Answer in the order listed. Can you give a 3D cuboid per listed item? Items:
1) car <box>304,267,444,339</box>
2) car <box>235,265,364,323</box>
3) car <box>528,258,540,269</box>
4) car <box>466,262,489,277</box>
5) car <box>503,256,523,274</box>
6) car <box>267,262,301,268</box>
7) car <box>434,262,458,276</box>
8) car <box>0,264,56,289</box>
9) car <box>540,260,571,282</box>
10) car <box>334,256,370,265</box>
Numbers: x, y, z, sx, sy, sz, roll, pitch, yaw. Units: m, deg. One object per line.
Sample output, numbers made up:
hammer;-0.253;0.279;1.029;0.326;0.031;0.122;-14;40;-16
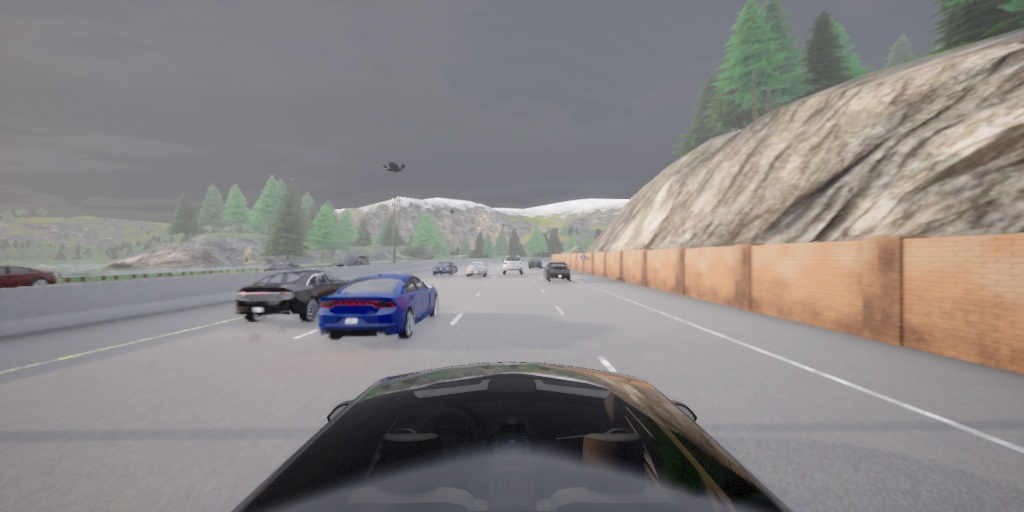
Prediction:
car;-3.405;1.228;10.082;1.882;1.535;5.008;0;0;0
car;-6.903;1.242;12.177;2.128;1.511;4.902;0;0;0
car;3.612;1.103;56.908;2.097;1.767;4.553;0;0;0
car;-3.393;1.276;35.731;1.812;1.442;4.674;0;0;0
car;0.112;0.971;41.480;2.150;2.045;5.566;0;0;0
car;-24.559;1.315;38.806;1.994;1.385;4.181;0;0;0
car;-6.886;1.298;37.326;2.033;1.411;5.357;0;0;0
car;-28.088;1.228;19.177;1.882;1.535;5.008;0;0;0
car;3.604;1.254;29.358;1.837;1.490;4.892;0;0;0
car;-17.554;0.973;39.539;2.150;2.045;5.566;0;0;0
